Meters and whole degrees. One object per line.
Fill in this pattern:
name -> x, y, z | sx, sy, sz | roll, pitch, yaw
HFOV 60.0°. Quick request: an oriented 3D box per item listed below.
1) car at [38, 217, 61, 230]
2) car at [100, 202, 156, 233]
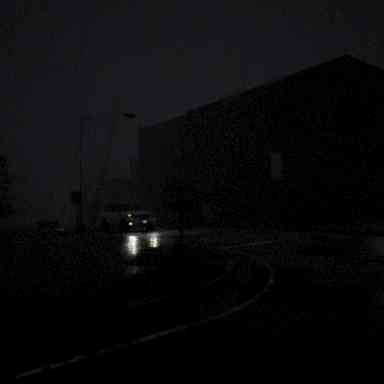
car -> -17.827, 3.901, 41.497 | 1.882, 1.535, 5.008 | 0, -5, -36
car -> -4.708, 1.746, 23.829 | 2.150, 2.045, 5.566 | 0, -3, -37
